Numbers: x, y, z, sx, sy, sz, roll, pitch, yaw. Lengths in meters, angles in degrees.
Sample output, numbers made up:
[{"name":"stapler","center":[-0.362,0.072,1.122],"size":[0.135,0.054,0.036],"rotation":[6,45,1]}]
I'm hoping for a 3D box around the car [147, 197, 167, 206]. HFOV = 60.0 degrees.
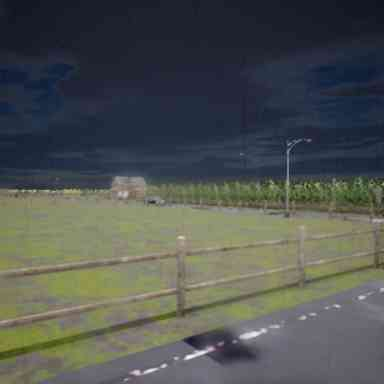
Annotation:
[{"name":"car","center":[-6.275,1.581,58.404],"size":[2.128,1.511,4.902],"rotation":[0,0,-36]}]
